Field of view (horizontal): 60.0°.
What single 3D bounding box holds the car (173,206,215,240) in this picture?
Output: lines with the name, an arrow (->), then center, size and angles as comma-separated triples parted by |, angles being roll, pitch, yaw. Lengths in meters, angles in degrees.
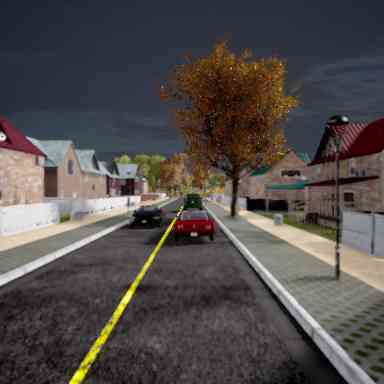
car -> 0.098, 1.594, 17.014 | 1.895, 1.301, 4.718 | 0, 0, 0

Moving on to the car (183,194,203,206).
car -> 0.094, 1.203, 38.925 | 2.150, 2.045, 5.566 | 0, 0, 0

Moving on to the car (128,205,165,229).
car -> -2.846, 1.555, 21.707 | 1.994, 1.385, 4.181 | 0, 0, 0
